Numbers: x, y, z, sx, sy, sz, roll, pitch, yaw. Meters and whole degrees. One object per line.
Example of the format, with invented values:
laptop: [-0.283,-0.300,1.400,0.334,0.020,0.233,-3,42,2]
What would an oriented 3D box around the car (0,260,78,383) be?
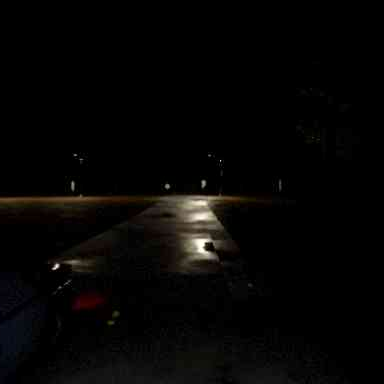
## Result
car: [-2.852,1.538,3.402,2.033,1.411,5.357,0,0,0]
